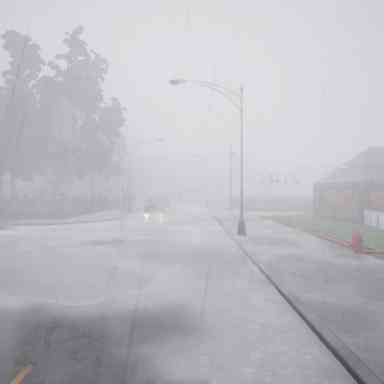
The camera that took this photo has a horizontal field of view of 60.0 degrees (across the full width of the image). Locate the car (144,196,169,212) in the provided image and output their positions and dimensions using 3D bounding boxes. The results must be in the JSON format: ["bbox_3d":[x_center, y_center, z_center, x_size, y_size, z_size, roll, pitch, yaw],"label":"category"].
[{"bbox_3d":[-4.183,1.346,37.909,2.097,1.767,4.553,0,0,0],"label":"car"}]

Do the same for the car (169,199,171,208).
[{"bbox_3d":[-4.185,1.344,48.161,2.097,1.767,4.553,0,0,0],"label":"car"}]
